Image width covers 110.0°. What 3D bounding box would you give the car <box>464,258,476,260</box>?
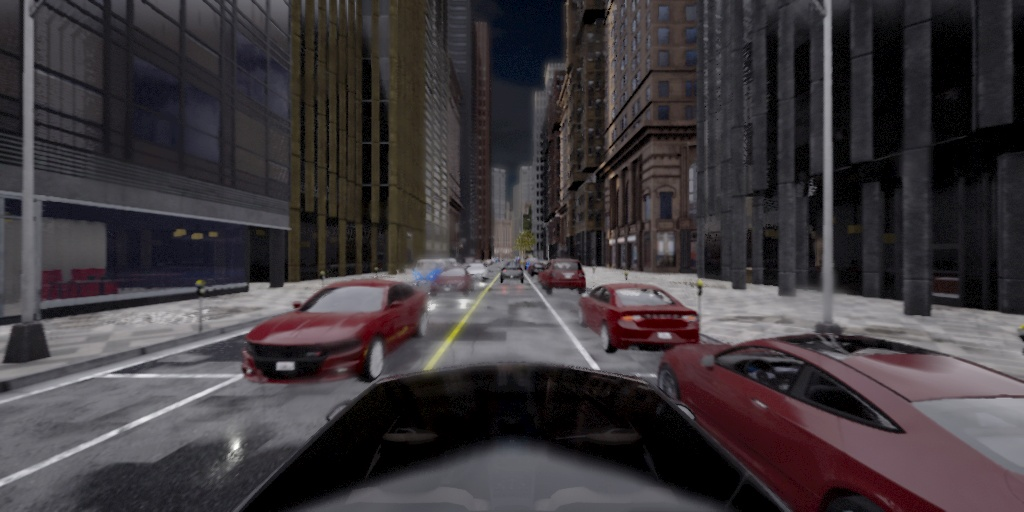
[{"bbox_3d":[-5.761,1.168,48.045,2.192,1.841,5.009,0,0,0],"label":"car"}]

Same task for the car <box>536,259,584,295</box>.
[{"bbox_3d":[2.763,1.103,19.970,2.192,1.841,5.009,0,0,0],"label":"car"}]

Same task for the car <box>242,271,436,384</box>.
[{"bbox_3d":[-3.096,1.240,7.395,1.882,1.535,5.008,0,0,0],"label":"car"}]

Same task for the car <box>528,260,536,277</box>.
[{"bbox_3d":[2.763,1.393,36.824,1.948,1.339,4.313,0,0,0],"label":"car"}]

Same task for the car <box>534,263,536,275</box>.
[{"bbox_3d":[2.763,1.383,25.588,1.802,1.307,4.207,0,0,0],"label":"car"}]

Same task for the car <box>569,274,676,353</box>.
[{"bbox_3d":[2.763,1.310,8.733,1.888,1.381,4.507,0,0,0],"label":"car"}]

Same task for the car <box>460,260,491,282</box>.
[{"bbox_3d":[-2.999,1.339,30.126,1.812,1.442,4.674,0,0,0],"label":"car"}]

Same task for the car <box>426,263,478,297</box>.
[{"bbox_3d":[-3.086,1.314,19.383,1.812,1.442,4.674,0,0,0],"label":"car"}]

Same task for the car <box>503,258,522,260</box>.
[{"bbox_3d":[0.071,1.374,45.931,1.812,1.442,4.674,0,0,0],"label":"car"}]

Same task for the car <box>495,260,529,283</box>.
[{"bbox_3d":[0.016,1.300,28.659,2.128,1.511,4.902,0,0,1],"label":"car"}]

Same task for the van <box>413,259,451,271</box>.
[{"bbox_3d":[-5.762,1.142,25.570,1.690,1.789,3.998,0,0,0],"label":"van"}]

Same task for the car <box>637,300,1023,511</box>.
[{"bbox_3d":[2.763,1.335,3.115,1.802,1.307,4.207,0,0,0],"label":"car"}]

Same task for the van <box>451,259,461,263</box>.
[{"bbox_3d":[-5.762,1.155,31.189,1.690,1.789,3.998,0,0,0],"label":"van"}]

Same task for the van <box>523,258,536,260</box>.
[{"bbox_3d":[2.764,1.194,48.061,1.690,1.789,3.998,0,0,0],"label":"van"}]

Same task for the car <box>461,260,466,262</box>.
[{"bbox_3d":[-5.762,1.377,36.808,2.007,1.370,4.403,0,0,0],"label":"car"}]
